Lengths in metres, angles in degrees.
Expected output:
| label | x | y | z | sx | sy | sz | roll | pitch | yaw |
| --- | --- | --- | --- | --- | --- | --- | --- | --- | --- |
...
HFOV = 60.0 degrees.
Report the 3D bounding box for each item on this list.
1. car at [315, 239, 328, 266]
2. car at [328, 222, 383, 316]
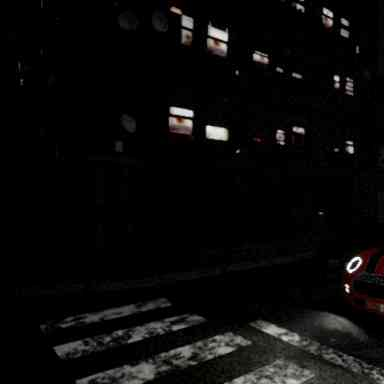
| label | x | y | z | sx | sy | sz | roll | pitch | yaw |
| --- | --- | --- | --- | --- | --- | --- | --- | --- | --- |
| car | 5.824 | 1.663 | 10.721 | 4.313 | 1.339 | 1.947 | 1 | -1 | -35 |
| car | 5.123 | 1.424 | 6.960 | 4.553 | 1.767 | 2.097 | 1 | 0 | -37 |
